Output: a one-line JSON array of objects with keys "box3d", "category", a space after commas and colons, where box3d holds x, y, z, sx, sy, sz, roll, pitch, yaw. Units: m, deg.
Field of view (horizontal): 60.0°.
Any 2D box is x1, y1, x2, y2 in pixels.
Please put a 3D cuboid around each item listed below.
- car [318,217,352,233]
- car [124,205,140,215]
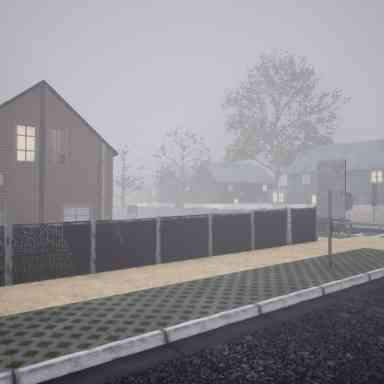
[{"box3d": [7.868, 1.798, 21.481, 1.812, 1.442, 4.674, 1, -2, -35], "category": "car"}, {"box3d": [-7.600, 2.432, 43.357, 1.837, 1.490, 4.892, 1, -2, -35], "category": "car"}]
